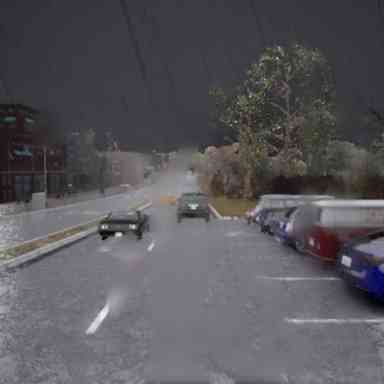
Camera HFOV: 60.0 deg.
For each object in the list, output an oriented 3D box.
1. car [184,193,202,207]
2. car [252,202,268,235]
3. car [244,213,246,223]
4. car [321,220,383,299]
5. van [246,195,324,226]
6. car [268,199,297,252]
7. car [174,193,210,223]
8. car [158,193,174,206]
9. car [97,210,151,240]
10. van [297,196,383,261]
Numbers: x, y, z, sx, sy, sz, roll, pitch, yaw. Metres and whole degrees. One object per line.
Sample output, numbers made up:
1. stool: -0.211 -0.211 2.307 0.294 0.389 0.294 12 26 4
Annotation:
1. car: 0.099 0.902 41.922 2.128 1.511 4.902 0 2 0
2. car: 5.532 1.407 15.231 4.892 1.521 2.231 0 0 0
3. car: 5.568 1.220 20.740 4.553 1.767 2.185 0 1 0
4. car: 5.568 1.489 6.966 4.792 1.488 2.163 0 0 0
5. van: 5.421 1.154 17.987 4.442 1.987 1.878 0 1 0
6. car: 5.507 1.303 12.603 4.553 1.767 2.185 0 0 0
7. car: 0.101 1.045 23.700 2.150 2.045 5.566 0 1 0
8. car: -3.152 0.871 42.435 1.882 1.535 5.008 0 2 0
9. car: -3.156 1.515 16.536 1.895 1.301 4.718 0 1 0
10. van: 5.655 1.220 9.718 4.442 1.987 1.878 0 0 0
